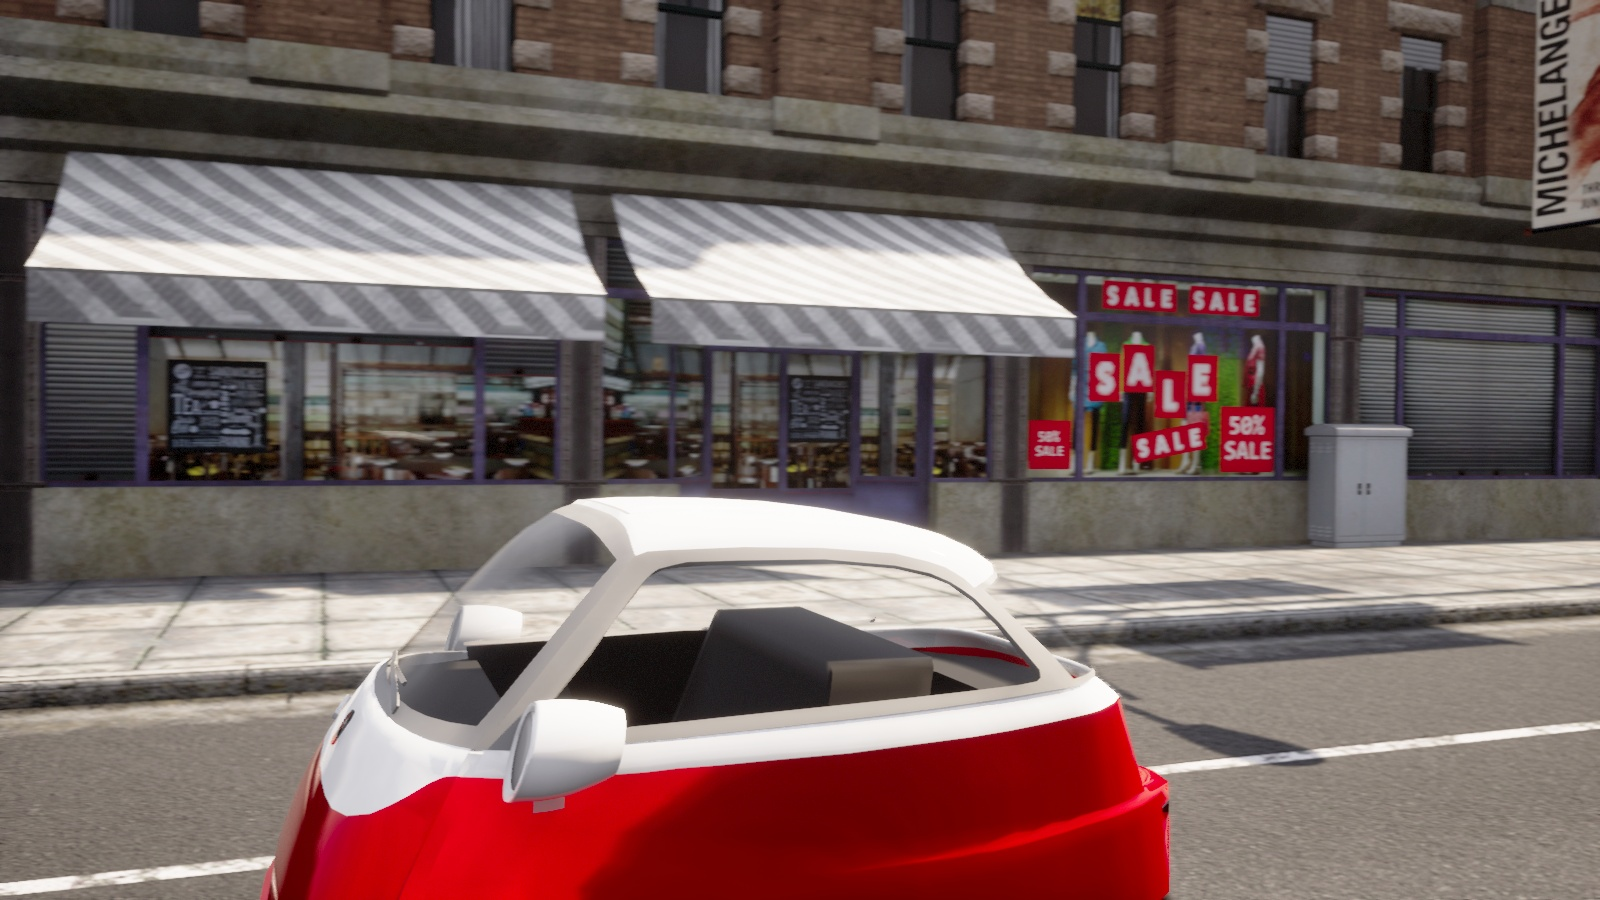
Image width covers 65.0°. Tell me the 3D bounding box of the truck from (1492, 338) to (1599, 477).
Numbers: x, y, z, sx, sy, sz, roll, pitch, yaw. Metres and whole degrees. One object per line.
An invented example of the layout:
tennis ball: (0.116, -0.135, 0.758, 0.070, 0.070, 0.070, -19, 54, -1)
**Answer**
truck: (23.791, -1.186, 34.544, 2.891, 3.827, 8.468, -1, 1, -21)

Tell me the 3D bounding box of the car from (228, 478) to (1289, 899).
car: (-0.175, 0.803, 3.174, 2.207, 1.376, 1.481, -1, 1, -21)
